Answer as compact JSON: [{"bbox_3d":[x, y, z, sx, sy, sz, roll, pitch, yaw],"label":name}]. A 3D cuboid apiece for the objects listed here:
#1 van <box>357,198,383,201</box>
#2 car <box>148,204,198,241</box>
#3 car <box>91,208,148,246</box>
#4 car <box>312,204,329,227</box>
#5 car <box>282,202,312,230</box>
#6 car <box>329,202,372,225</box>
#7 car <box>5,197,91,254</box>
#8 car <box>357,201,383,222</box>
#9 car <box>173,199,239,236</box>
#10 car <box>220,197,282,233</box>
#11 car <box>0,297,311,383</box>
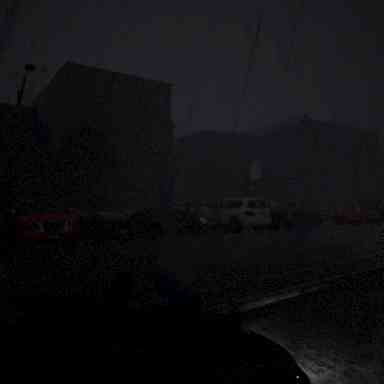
[{"bbox_3d":[18.178,1.616,31.788,1.878,1.987,4.442,1,0,-36],"label":"van"},{"bbox_3d":[-2.090,1.578,17.461,2.163,1.488,4.792,1,0,-36],"label":"car"},{"bbox_3d":[-4.308,1.521,15.831,2.097,1.535,5.008,0,0,-36],"label":"car"},{"bbox_3d":[6.913,1.556,23.830,2.185,1.767,4.553,1,-1,-36],"label":"car"},{"bbox_3d":[4.671,1.395,22.229,2.435,2.045,5.566,1,-1,-36],"label":"car"},{"bbox_3d":[11.271,1.747,27.216,1.946,1.575,5.366,1,0,-36],"label":"car"},{"bbox_3d":[-6.535,1.254,14.209,2.435,2.045,5.566,0,0,-36],"label":"car"},{"bbox_3d":[13.515,1.779,28.822,1.946,1.575,5.366,1,-1,-36],"label":"car"},{"bbox_3d":[0.152,1.451,19.068,2.185,1.767,4.553,1,0,-36],"label":"car"},{"bbox_3d":[2.395,1.360,20.670,2.435,2.045,5.566,1,-1,-36],"label":"car"},{"bbox_3d":[-0.975,1.565,2.436,4.181,1.385,1.994,0,0,-35],"label":"car"}]
